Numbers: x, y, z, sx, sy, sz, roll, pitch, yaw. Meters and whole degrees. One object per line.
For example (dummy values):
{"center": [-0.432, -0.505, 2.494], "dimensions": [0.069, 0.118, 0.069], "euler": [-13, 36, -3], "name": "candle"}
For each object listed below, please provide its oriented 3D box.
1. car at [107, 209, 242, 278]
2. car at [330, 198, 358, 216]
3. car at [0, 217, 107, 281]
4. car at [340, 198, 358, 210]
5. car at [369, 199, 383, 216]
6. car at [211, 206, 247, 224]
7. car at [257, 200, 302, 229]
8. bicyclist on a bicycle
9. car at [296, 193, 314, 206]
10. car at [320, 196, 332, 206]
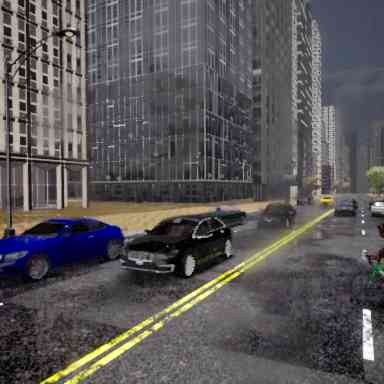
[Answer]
{"center": [-0.196, 1.500, 10.374], "dimensions": [1.837, 1.490, 4.892], "euler": [0, 0, 27], "name": "car"}
{"center": [15.024, 1.531, 32.570], "dimensions": [2.033, 1.411, 5.357], "euler": [0, 0, 27], "name": "car"}
{"center": [-3.952, 1.520, 10.165], "dimensions": [1.812, 1.442, 4.674], "euler": [0, 0, 27], "name": "car"}
{"center": [20.565, 1.542, 43.468], "dimensions": [1.994, 1.385, 4.181], "euler": [0, 0, 28], "name": "car"}
{"center": [18.001, 1.584, 31.423], "dimensions": [1.895, 1.301, 4.718], "euler": [0, 0, 28], "name": "car"}
{"center": [2.000, 1.589, 21.804], "dimensions": [1.895, 1.301, 4.718], "euler": [0, 0, 27], "name": "car"}
{"center": [5.675, 1.495, 21.848], "dimensions": [1.837, 1.490, 4.892], "euler": [0, 0, 27], "name": "car"}
{"center": [3.940, 1.448, 6.459], "dimensions": [1.656, 1.620, 0.582], "euler": [-2, -1, 27], "name": "bicyclist on a bicycle"}
{"center": [18.379, 1.191, 53.876], "dimensions": [2.150, 2.045, 5.566], "euler": [0, 0, 27], "name": "car"}
{"center": [21.441, 1.450, 52.721], "dimensions": [1.882, 1.535, 5.008], "euler": [0, 0, 27], "name": "car"}
